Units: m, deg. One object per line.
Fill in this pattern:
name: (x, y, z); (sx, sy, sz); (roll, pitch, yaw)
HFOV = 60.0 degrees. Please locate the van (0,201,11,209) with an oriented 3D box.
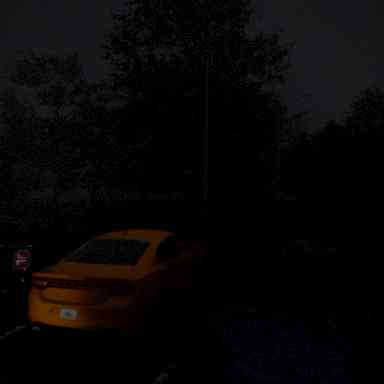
van: (-8.298, 1.296, 11.981); (1.878, 1.987, 4.442); (0, -1, 14)

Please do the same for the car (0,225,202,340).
car: (-0.999, 1.495, 6.785); (2.097, 1.535, 5.008); (0, -1, 15)

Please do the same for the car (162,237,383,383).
car: (1.427, 1.518, 5.048); (2.163, 1.488, 4.792); (0, -1, 15)

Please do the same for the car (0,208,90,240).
car: (-3.444, 1.377, 8.462); (2.185, 1.767, 4.553); (0, -1, 15)
